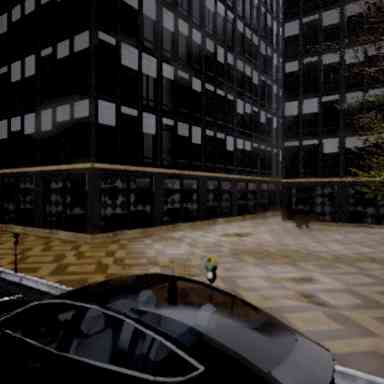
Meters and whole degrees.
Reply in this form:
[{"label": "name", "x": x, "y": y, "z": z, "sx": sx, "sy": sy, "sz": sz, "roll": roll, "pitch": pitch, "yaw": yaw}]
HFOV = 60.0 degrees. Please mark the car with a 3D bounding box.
[{"label": "car", "x": -0.806, "y": 1.546, "z": 3.413, "sx": 4.313, "sy": 1.339, "sz": 1.947, "roll": 1, "pitch": 0, "yaw": 36}]
